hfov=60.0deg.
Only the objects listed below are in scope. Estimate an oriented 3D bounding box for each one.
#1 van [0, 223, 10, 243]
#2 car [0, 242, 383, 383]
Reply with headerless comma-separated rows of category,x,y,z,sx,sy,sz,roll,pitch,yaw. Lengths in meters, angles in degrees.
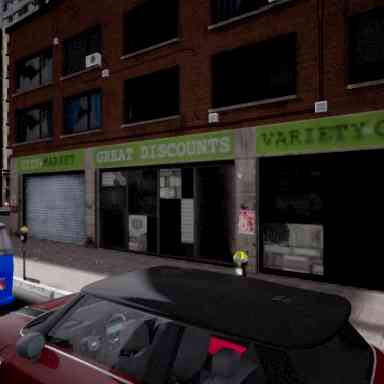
van,-5.050,1.343,6.334,3.998,1.788,1.690,0,0,36
car,-0.419,1.440,3.026,4.097,1.590,1.967,0,0,36
